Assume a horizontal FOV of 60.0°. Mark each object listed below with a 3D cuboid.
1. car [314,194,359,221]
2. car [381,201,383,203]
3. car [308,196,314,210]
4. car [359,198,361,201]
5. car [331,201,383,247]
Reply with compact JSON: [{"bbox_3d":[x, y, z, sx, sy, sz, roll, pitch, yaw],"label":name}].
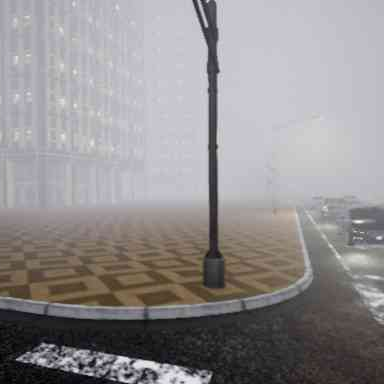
[{"bbox_3d":[10.141,1.087,23.727,2.097,1.767,4.553,0,1,16],"label":"car"},{"bbox_3d":[13.146,1.330,22.429,1.895,1.301,4.718,0,1,16],"label":"car"},{"bbox_3d":[13.371,1.120,34.912,1.812,1.442,4.674,0,1,16],"label":"car"},{"bbox_3d":[17.254,1.052,36.673,1.837,1.490,4.892,0,1,16],"label":"car"},{"bbox_3d":[7.346,1.359,14.163,1.837,1.490,4.892,0,1,16],"label":"car"}]
